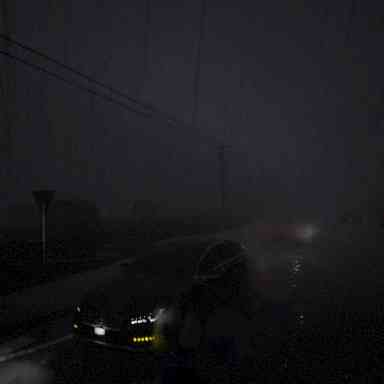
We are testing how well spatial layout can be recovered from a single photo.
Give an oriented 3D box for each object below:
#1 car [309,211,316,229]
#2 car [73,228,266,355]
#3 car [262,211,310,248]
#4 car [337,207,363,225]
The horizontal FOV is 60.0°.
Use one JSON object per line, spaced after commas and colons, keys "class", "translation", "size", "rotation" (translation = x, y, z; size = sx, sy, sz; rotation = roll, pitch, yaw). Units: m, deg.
{"class": "car", "translation": [9.142, 2.237, 27.440], "size": [1.994, 1.385, 4.181], "rotation": [-2, -2, 23]}
{"class": "car", "translation": [-0.145, 1.738, 6.799], "size": [1.837, 1.490, 4.892], "rotation": [-2, -2, 28]}
{"class": "car", "translation": [4.940, 1.940, 17.717], "size": [1.882, 1.535, 5.008], "rotation": [-2, -2, 23]}
{"class": "car", "translation": [14.333, 2.130, 30.184], "size": [2.128, 1.511, 4.902], "rotation": [-2, -2, 24]}
